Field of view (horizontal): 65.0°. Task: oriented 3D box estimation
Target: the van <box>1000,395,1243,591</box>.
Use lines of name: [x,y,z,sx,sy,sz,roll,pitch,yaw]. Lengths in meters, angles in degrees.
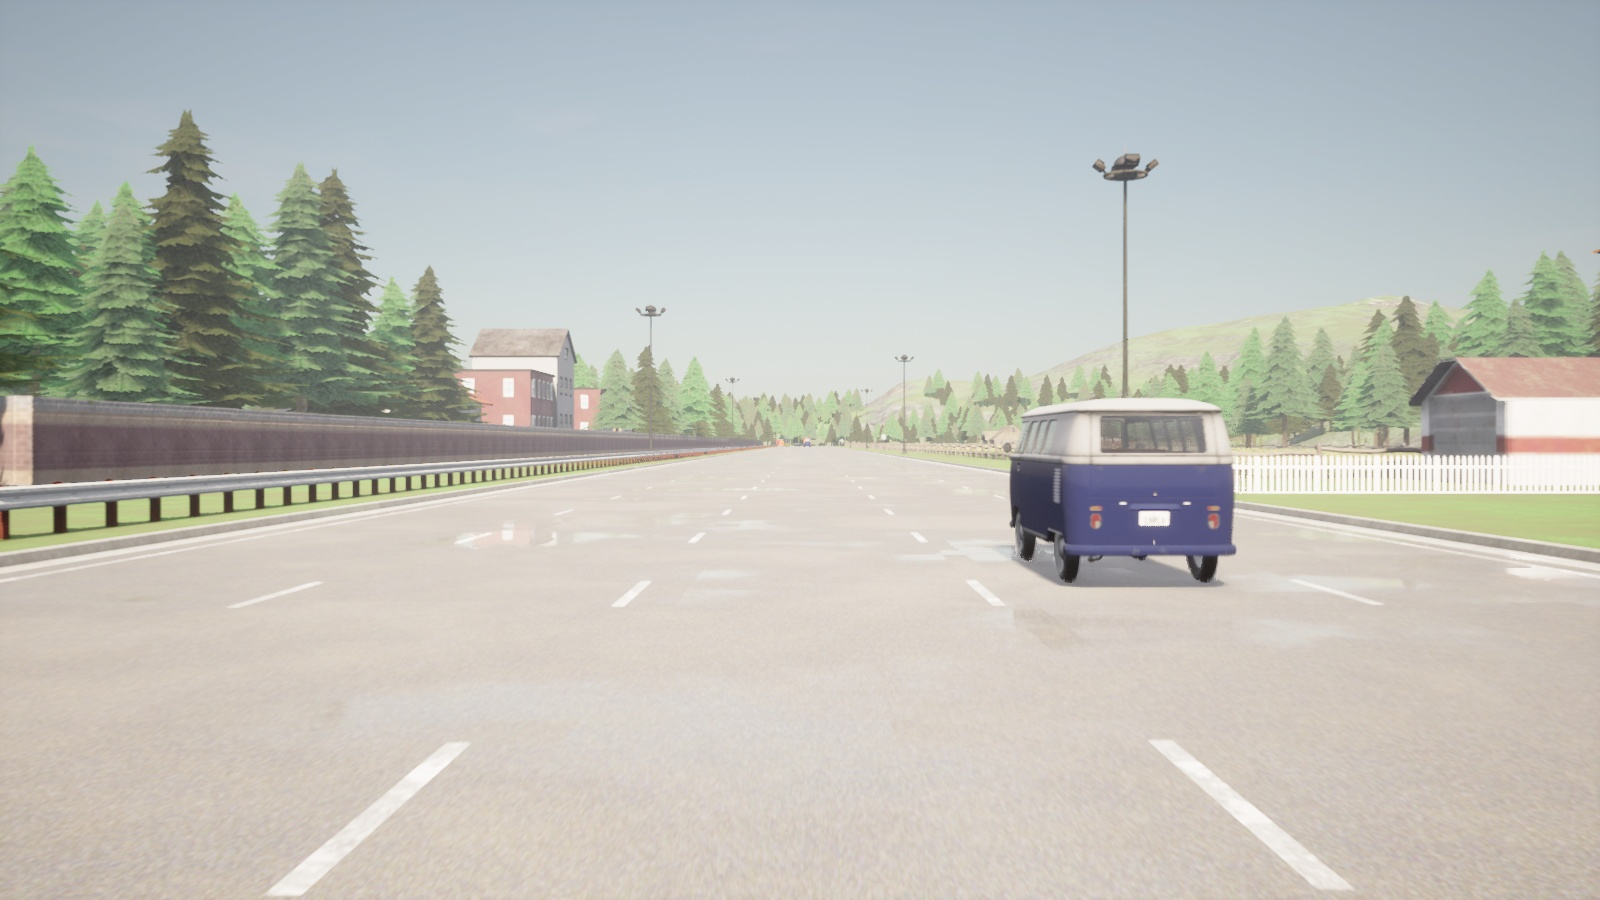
van: [3.602,0.419,14.910,1.775,1.987,4.442,0,0,0]
